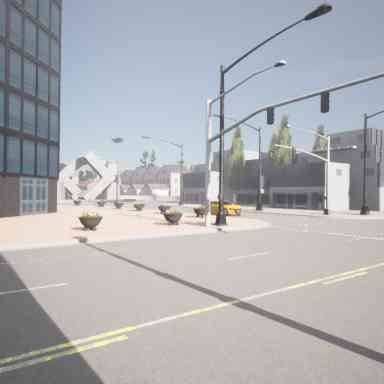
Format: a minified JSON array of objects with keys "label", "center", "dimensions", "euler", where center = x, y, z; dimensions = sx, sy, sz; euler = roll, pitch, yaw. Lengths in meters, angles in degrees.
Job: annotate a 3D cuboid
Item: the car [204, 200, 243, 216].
[{"label":"car","center":[2.991,1.564,33.674],"dimensions":[1.882,1.535,5.008],"euler":[1,-1,-35]}]
